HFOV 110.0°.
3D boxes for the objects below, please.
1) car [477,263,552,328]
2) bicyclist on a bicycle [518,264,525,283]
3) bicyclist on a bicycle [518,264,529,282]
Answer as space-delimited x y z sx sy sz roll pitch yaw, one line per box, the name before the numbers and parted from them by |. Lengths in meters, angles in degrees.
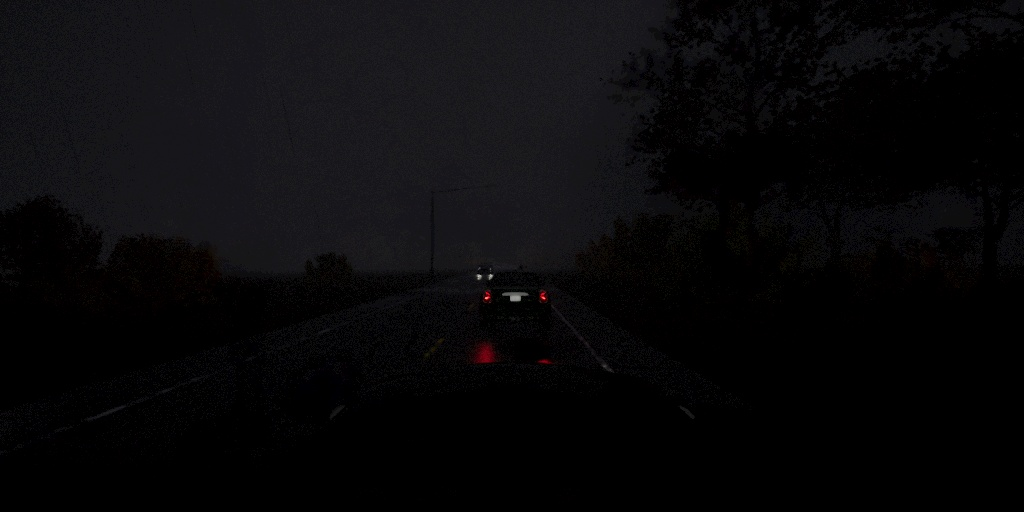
car | 0.091 1.235 12.139 2.097 1.767 4.553 0 -1 0
bicyclist on a bicycle | 0.883 1.608 33.323 0.582 1.620 1.656 0 -1 0
bicyclist on a bicycle | 0.928 1.462 23.207 0.866 1.612 1.509 0 -1 1
